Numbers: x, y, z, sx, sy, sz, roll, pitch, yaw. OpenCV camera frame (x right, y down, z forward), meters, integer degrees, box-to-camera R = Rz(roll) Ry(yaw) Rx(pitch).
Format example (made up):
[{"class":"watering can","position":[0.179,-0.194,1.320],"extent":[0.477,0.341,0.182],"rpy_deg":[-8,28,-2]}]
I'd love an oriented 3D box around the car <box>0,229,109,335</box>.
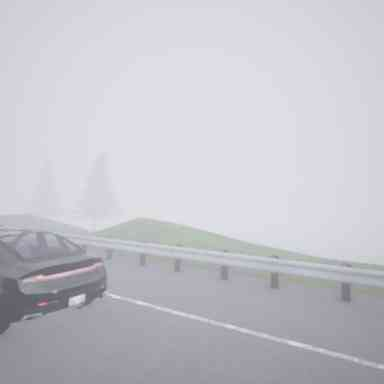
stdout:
[{"class":"car","position":[-3.799,1.509,6.701],"extent":[4.902,1.511,2.128],"rpy_deg":[0,0,35]}]
